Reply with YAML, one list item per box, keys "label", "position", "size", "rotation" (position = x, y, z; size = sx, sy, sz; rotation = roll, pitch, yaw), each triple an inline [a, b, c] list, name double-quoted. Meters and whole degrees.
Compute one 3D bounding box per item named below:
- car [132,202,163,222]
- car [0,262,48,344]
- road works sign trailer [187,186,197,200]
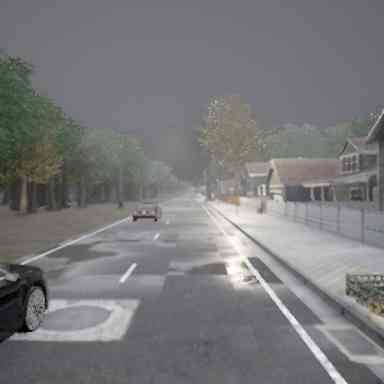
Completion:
- label: "car"
  position: [-3.402, 1.486, 25.983]
  size: [2.033, 1.411, 5.357]
  rotation: [0, 0, 0]
- label: "car"
  position: [-3.400, 1.482, 3.851]
  size: [2.128, 1.511, 4.902]
  rotation: [0, 0, 0]
- label: "road works sign trailer"
  position: [-0.012, 0.348, 86.726]
  size: [2.380, 3.560, 2.880]
  rotation: [0, 0, 0]
